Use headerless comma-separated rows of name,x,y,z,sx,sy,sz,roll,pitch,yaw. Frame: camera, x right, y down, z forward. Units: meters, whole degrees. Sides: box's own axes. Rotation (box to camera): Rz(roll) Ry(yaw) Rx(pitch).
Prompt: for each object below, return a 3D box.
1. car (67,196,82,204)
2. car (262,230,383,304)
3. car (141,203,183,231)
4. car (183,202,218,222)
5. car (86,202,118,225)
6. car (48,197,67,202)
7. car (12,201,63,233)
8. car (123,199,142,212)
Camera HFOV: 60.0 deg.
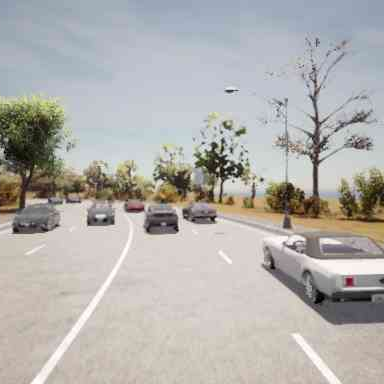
car,-21.905,1.511,61.460,2.033,1.411,5.357,0,0,-33
car,3.167,1.580,8.075,1.895,1.301,4.718,0,0,-4
car,-1.967,1.485,20.432,1.837,1.490,4.892,0,0,-10
car,0.475,1.516,26.204,2.033,1.411,5.357,0,0,-13
car,-6.440,1.478,23.914,2.128,1.511,4.902,0,0,-13
car,-23.787,1.517,57.845,2.033,1.411,5.357,0,0,-31
car,-9.195,1.503,20.003,1.837,1.490,4.892,0,0,-11
car,-6.665,1.534,38.148,1.994,1.385,4.181,0,0,-19
